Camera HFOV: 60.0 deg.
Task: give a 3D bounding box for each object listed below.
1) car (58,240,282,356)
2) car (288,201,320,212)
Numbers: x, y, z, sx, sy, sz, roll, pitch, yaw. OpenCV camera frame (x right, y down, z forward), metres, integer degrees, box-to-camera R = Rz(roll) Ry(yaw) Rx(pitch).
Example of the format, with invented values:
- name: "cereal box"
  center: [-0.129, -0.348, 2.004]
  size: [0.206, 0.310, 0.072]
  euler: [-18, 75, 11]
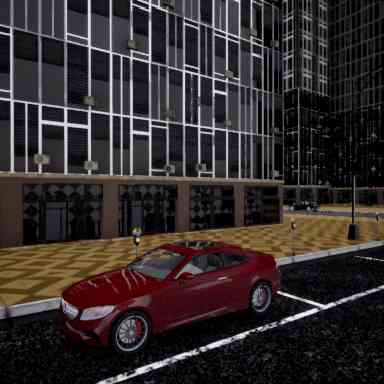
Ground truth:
- name: "car"
  center: [-0.150, 1.582, 5.993]
  size: [4.206, 1.307, 1.802]
  euler: [0, 0, -36]
- name: "car"
  center: [15.229, 1.899, 45.337]
  size: [2.008, 1.369, 4.403]
  euler: [-1, 0, -36]
